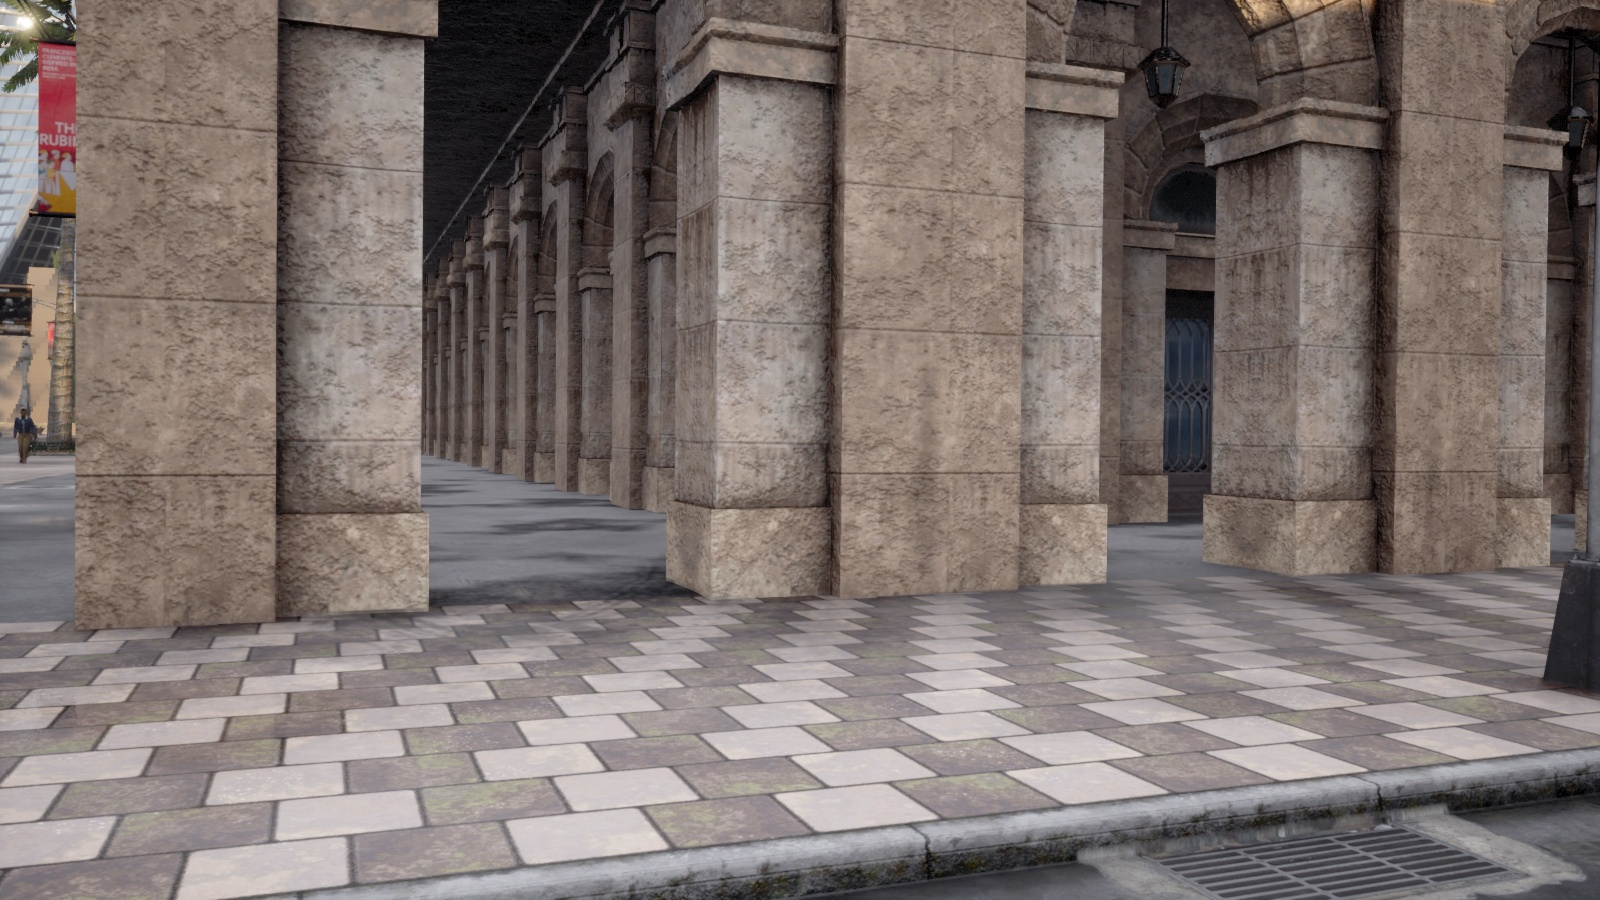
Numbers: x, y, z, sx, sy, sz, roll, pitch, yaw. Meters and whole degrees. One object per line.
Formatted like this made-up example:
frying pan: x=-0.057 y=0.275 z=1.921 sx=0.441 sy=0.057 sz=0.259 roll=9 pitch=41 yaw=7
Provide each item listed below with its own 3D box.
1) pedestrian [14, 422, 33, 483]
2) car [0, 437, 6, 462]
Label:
pedestrian: x=-25.099 y=0.066 z=40.586 sx=0.423 sy=1.949 sz=0.788 roll=-1 pitch=1 yaw=-28
car: x=-52.430 y=-0.010 z=80.197 sx=2.033 sy=1.649 sz=4.856 roll=-1 pitch=1 yaw=-22
